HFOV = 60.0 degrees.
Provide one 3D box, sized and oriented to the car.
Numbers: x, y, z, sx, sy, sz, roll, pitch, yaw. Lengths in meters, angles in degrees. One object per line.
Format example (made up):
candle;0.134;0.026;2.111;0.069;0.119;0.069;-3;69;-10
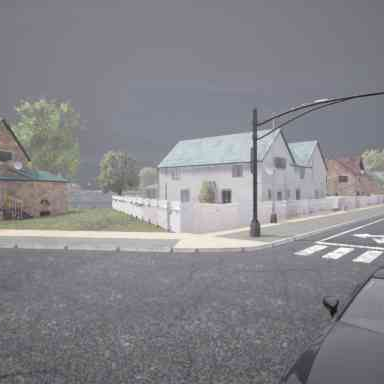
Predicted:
car;2.526;1.524;3.407;1.812;1.442;4.674;0;0;42
